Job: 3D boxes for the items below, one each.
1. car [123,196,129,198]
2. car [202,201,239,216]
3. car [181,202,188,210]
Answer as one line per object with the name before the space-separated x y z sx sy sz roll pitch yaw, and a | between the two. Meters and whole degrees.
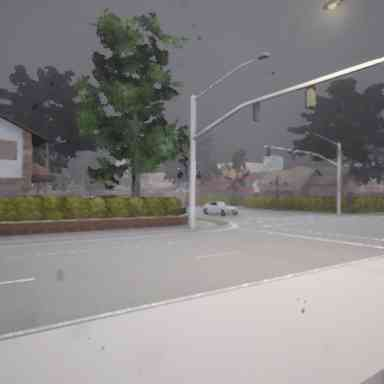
car | -12.745 1.618 63.734 2.097 1.767 4.553 1 0 -36
car | 2.966 1.752 35.769 1.812 1.442 4.674 1 0 -36
car | -2.436 1.718 43.211 2.128 1.511 4.902 1 0 -36
